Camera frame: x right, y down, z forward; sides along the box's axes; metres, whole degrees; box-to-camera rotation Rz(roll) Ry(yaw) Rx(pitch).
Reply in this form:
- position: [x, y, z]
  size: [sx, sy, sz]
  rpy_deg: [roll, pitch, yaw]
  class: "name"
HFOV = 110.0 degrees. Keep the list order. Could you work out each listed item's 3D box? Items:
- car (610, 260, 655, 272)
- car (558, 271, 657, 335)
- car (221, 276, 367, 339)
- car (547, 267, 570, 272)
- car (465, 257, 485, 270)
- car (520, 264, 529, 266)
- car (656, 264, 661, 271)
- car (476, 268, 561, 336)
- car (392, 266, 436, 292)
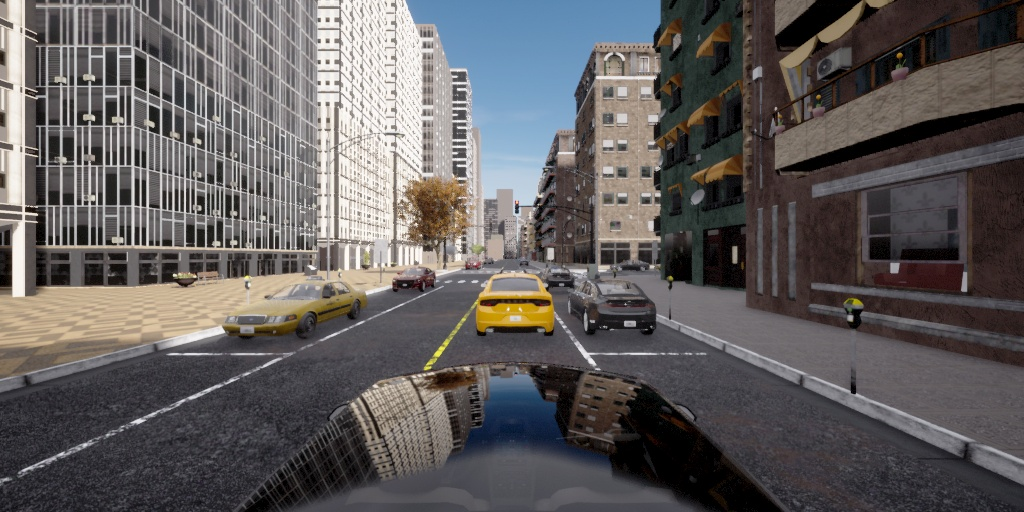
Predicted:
- position: [13.366, 1.109, 40.817]
  size: [4.403, 1.370, 2.007]
  rpy_deg: [0, 0, -1]
  class: "car"
- position: [2.674, 1.301, 10.316]
  size: [2.007, 1.370, 4.403]
  rpy_deg: [0, 0, 0]
  class: "car"
- position: [-5.706, 1.276, 10.132]
  size: [1.751, 1.417, 4.829]
  rpy_deg: [0, 0, 0]
  class: "car"
- position: [2.654, 1.305, 21.382]
  size: [2.007, 1.370, 4.403]
  rpy_deg: [0, 0, 0]
  class: "car"
- position: [-5.784, 1.099, 53.755]
  size: [2.192, 1.841, 5.009]
  rpy_deg: [0, 0, 0]
  class: "car"
- position: [0.066, 1.355, 20.689]
  size: [1.895, 1.301, 4.718]
  rpy_deg: [0, 0, 0]
  class: "car"
- position: [18.763, 1.006, 40.881]
  size: [4.829, 1.417, 1.751]
  rpy_deg: [0, 0, -1]
  class: "car"
- position: [0.073, 1.228, 10.410]
  size: [1.882, 1.535, 5.008]
  rpy_deg: [0, 0, 0]
  class: "car"
- position: [-5.726, 1.300, 21.367]
  size: [1.888, 1.381, 4.507]
  rpy_deg: [0, 0, 0]
  class: "car"
